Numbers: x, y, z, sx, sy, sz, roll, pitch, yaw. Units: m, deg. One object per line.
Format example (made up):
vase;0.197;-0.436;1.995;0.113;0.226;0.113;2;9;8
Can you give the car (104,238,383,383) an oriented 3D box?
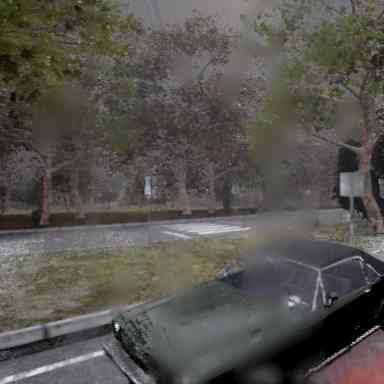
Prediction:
car;1.272;1.476;4.612;4.718;1.301;1.895;-7;4;-36
